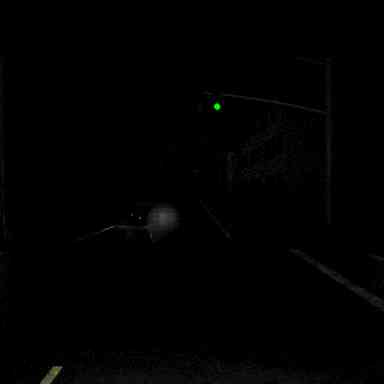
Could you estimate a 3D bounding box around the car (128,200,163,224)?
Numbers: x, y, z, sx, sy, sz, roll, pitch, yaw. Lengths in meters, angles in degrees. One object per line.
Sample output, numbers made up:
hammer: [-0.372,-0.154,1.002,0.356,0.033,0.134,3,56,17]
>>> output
car: [-3.490,1.501,24.914,1.837,1.490,4.892,0,0,0]

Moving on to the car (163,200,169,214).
car: [-3.439,1.543,35.250,2.033,1.411,5.357,0,0,0]
